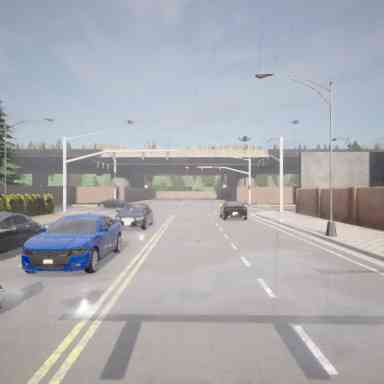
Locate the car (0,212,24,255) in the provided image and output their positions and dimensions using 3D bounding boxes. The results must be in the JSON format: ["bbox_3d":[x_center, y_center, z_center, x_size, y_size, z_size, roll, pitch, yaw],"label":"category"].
[{"bbox_3d":[-7.104,1.506,11.706,1.837,1.490,4.892,0,0,0],"label":"car"}]

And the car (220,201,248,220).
[{"bbox_3d":[3.449,1.478,28.108,1.882,1.535,5.008,0,0,0],"label":"car"}]

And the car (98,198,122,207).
[{"bbox_3d":[-10.814,1.534,45.724,4.181,1.385,1.994,0,0,18],"label":"car"}]

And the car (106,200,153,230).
[{"bbox_3d":[-3.580,1.491,21.013,2.128,1.511,4.902,0,0,1],"label":"car"}]

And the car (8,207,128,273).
[{"bbox_3d":[-3.607,1.478,10.847,1.882,1.535,5.008,0,0,0],"label":"car"}]

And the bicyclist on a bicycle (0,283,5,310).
[{"bbox_3d":[-3.684,1.453,5.372,0.582,1.620,1.656,0,1,15],"label":"bicyclist on a bicycle"}]
